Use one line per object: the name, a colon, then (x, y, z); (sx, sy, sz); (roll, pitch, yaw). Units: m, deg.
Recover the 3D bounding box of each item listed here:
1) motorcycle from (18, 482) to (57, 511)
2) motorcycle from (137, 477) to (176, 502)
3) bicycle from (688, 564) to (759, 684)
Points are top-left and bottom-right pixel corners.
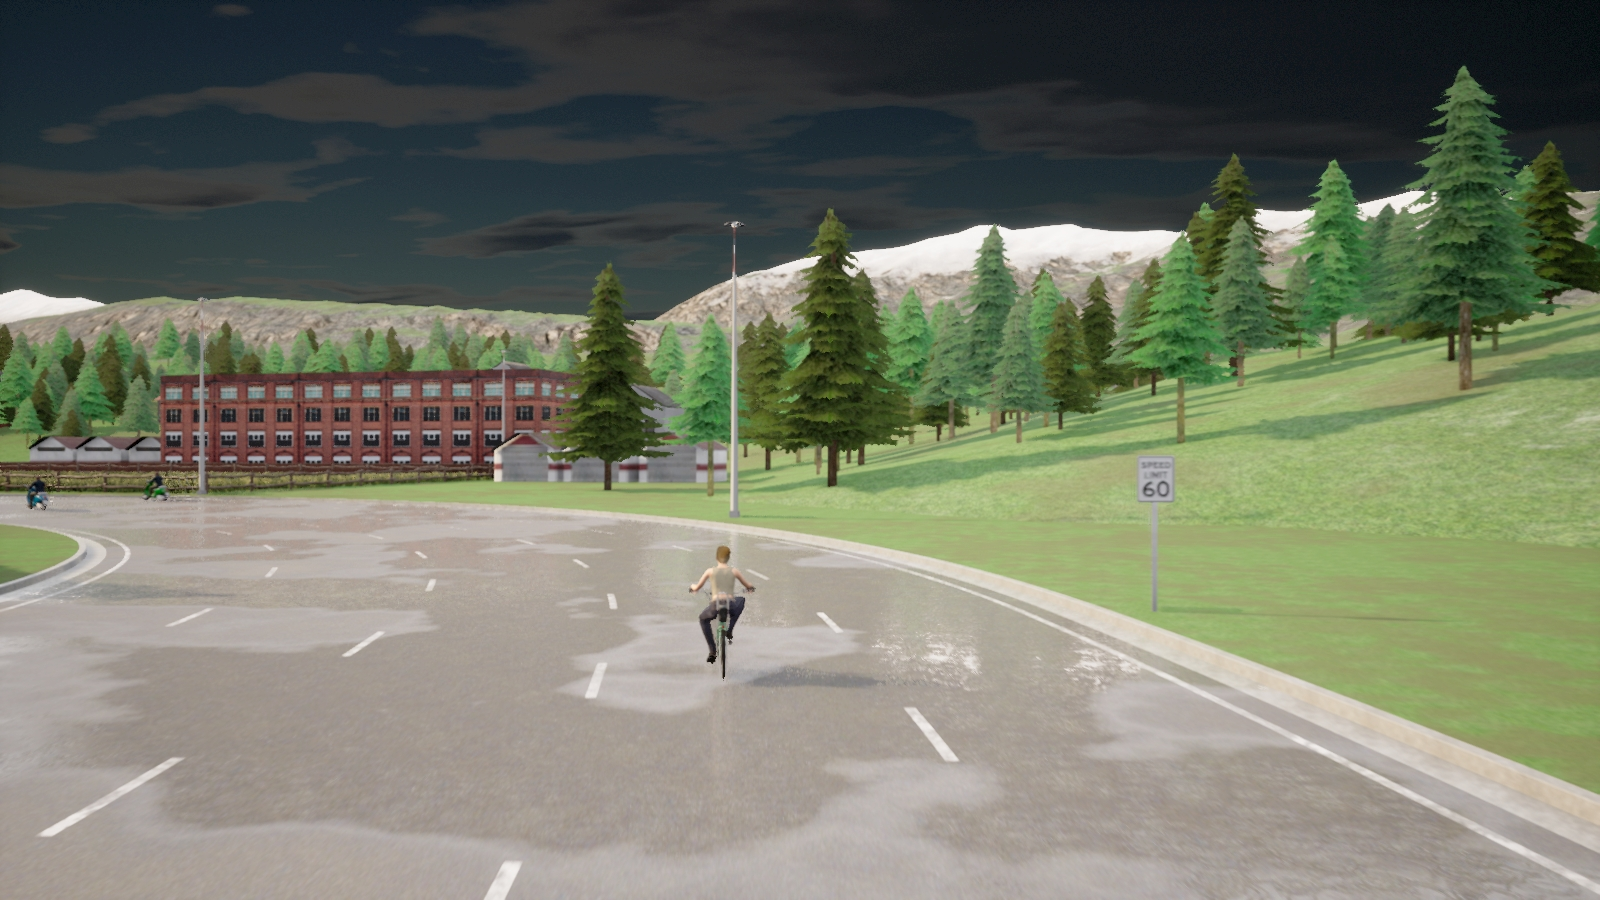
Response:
motorcycle: (-35.460, 2.147, 53.137); (1.805, 1.316, 0.856); (0, 0, 33)
motorcycle: (-35.285, 2.147, 62.607); (1.805, 1.316, 0.856); (0, 1, 19)
bicycle: (-0.980, 2.158, 14.443); (0.859, 1.276, 1.487); (0, 0, -5)
